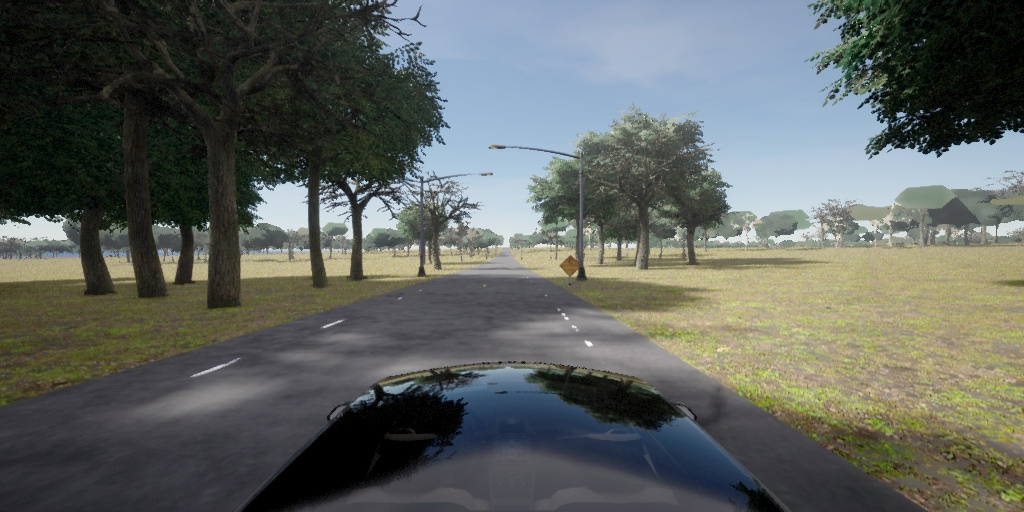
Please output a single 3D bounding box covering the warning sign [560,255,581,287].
[{"bbox_3d":[3.487,0.879,21.633,1.300,1.860,1.060,0,0,-1],"label":"warning sign"}]
